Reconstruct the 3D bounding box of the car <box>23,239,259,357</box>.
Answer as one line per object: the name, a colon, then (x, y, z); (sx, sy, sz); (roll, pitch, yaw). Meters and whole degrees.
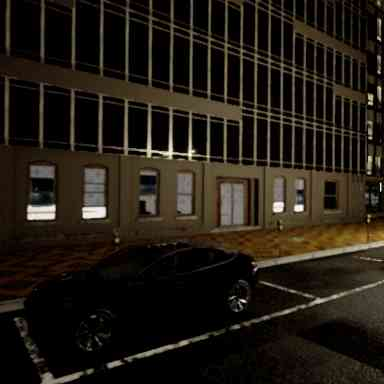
car: (-0.641, 1.595, 6.101); (4.313, 1.339, 1.947); (1, 0, -36)
